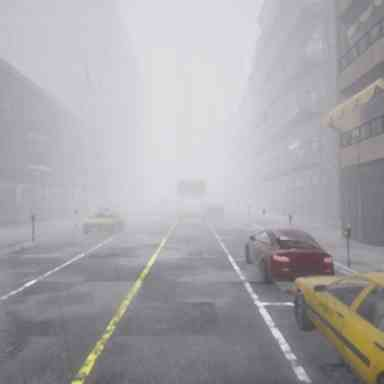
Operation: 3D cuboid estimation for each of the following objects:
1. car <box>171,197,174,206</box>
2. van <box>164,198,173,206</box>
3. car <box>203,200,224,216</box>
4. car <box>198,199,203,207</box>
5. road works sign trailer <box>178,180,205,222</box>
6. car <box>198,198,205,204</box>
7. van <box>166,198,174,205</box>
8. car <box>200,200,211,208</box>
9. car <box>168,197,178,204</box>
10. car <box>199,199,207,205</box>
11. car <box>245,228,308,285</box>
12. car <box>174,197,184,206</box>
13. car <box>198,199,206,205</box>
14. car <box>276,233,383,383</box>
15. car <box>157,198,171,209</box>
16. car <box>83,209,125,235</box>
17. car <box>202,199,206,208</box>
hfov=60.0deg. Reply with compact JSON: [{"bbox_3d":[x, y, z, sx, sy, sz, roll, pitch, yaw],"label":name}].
[{"bbox_3d":[-5.269,2.043,64.835,2.192,1.841,5.009,2,-1,0],"label":"car"},{"bbox_3d":[-5.266,2.213,75.892,1.690,1.788,3.998,2,-1,0],"label":"van"},{"bbox_3d":[2.597,1.934,37.114,1.887,1.381,4.507,1,-1,0],"label":"car"},{"bbox_3d":[2.603,2.203,59.235,1.887,1.381,4.507,1,-1,0],"label":"car"},{"bbox_3d":[-0.020,0.748,29.810,2.380,3.560,2.880,-1,-1,0],"label":"road works sign trailer"},{"bbox_3d":[2.623,2.543,92.419,1.967,1.590,4.097,1,-1,0],"label":"car"},{"bbox_3d":[-5.266,2.289,81.424,1.690,1.788,3.998,1,-1,0],"label":"van"},{"bbox_3d":[2.604,2.278,64.766,2.008,1.369,4.403,1,-1,0],"label":"car"},{"bbox_3d":[-5.262,2.419,92.484,2.192,1.841,5.009,1,-1,0],"label":"car"},{"bbox_3d":[2.610,2.492,81.357,1.887,1.381,4.507,1,-1,0],"label":"car"},{"bbox_3d":[2.588,1.676,9.466,1.802,1.307,4.206,1,-1,0],"label":"car"},{"bbox_3d":[-2.727,2.305,71.071,1.837,1.490,4.892,0,-1,0],"label":"car"},{"bbox_3d":[2.612,2.569,86.886,1.887,1.381,4.507,1,-1,0],"label":"car"},{"bbox_3d":[2.587,1.566,4.107,1.752,1.417,4.829,2,-1,0],"label":"car"},{"bbox_3d":[-5.276,2.182,59.131,1.752,1.417,4.829,2,-1,0],"label":"car"},{"bbox_3d":[-5.287,1.731,20.426,1.752,1.417,4.829,2,-1,0],"label":"car"},{"bbox_3d":[2.599,1.981,42.816,1.752,1.417,4.829,1,-1,0],"label":"car"}]
